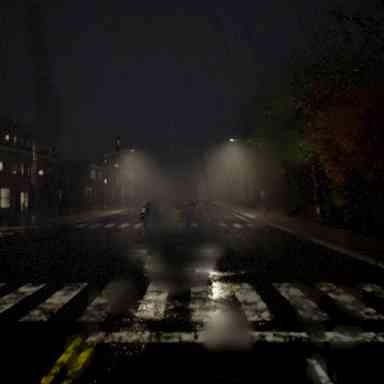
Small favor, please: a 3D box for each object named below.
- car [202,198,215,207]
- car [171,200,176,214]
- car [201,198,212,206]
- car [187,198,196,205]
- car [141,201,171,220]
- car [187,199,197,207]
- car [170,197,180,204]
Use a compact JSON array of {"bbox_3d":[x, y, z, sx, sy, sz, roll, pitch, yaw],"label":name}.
[{"bbox_3d":[3.246,2.113,62.385,1.895,1.301,4.718,0,0,0],"label":"car"},{"bbox_3d":[-3.417,1.901,40.718,1.994,1.385,4.181,0,0,0],"label":"car"},{"bbox_3d":[3.126,2.116,72.391,2.128,1.511,4.902,0,0,0],"label":"car"},{"bbox_3d":[-0.113,2.145,73.829,2.033,1.411,5.357,0,0,0],"label":"car"},{"bbox_3d":[-3.402,1.607,30.710,2.097,1.767,4.553,0,0,0],"label":"car"},{"bbox_3d":[-0.009,2.123,63.631,1.895,1.301,4.718,0,0,0],"label":"car"},{"bbox_3d":[-3.364,1.755,66.391,1.895,1.301,4.718,0,0,0],"label":"car"}]
